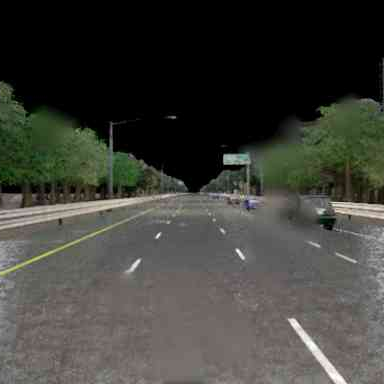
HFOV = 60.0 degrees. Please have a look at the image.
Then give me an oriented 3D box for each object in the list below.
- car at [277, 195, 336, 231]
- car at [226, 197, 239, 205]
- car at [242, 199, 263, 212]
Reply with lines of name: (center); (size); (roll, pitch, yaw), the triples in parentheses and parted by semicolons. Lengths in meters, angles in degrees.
car: (7.020, 1.225, 20.873); (2.150, 2.045, 5.566); (0, 0, 0)
car: (7.180, 1.536, 58.961); (1.812, 1.442, 4.674); (0, 0, 0)
car: (7.077, 1.539, 39.153); (1.812, 1.442, 4.674); (0, 0, 0)
